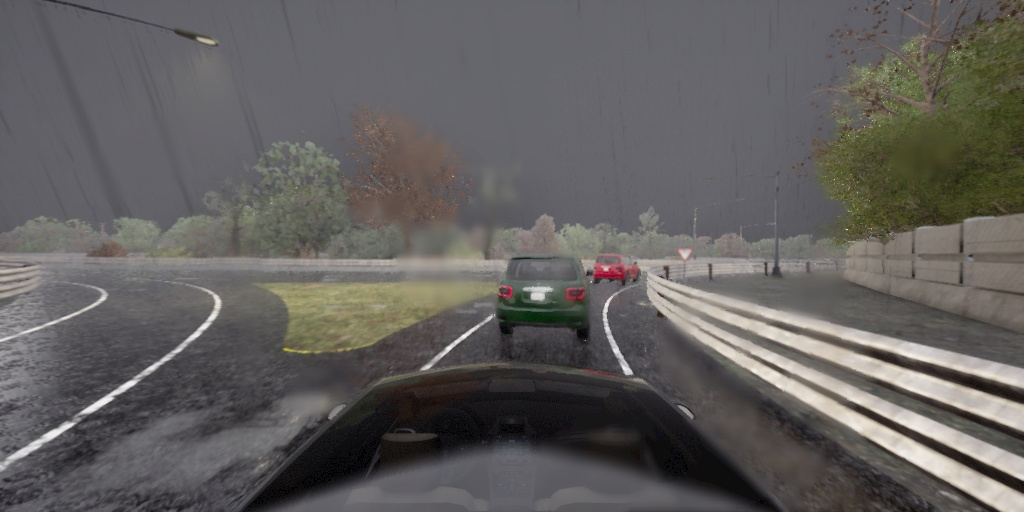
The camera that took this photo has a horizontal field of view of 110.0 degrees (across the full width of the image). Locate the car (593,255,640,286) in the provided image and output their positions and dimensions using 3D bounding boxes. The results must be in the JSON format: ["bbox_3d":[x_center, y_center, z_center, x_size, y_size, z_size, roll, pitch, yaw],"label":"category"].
[{"bbox_3d":[7.446,0.927,25.361,2.150,2.045,5.566,1,1,32],"label":"car"}]

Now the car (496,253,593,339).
[{"bbox_3d":[1.116,0.943,10.271,2.150,2.045,5.566,1,0,12],"label":"car"}]
